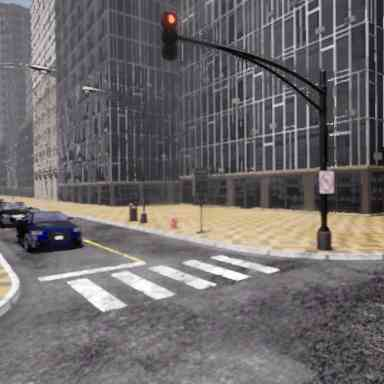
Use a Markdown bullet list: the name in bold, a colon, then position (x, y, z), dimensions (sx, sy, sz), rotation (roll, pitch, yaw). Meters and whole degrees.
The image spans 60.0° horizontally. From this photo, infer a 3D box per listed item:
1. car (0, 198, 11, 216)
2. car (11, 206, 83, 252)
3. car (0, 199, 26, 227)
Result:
- **car**: position (-18.618, 1.407, 31.700), dimensions (1.837, 1.490, 4.892), rotation (-1, 1, -35)
- **car**: position (-6.076, 1.510, 13.961), dimensions (1.994, 1.385, 4.181), rotation (-1, 1, -35)
- **car**: position (-11.960, 1.416, 22.272), dimensions (2.128, 1.511, 4.902), rotation (-1, 1, -35)
